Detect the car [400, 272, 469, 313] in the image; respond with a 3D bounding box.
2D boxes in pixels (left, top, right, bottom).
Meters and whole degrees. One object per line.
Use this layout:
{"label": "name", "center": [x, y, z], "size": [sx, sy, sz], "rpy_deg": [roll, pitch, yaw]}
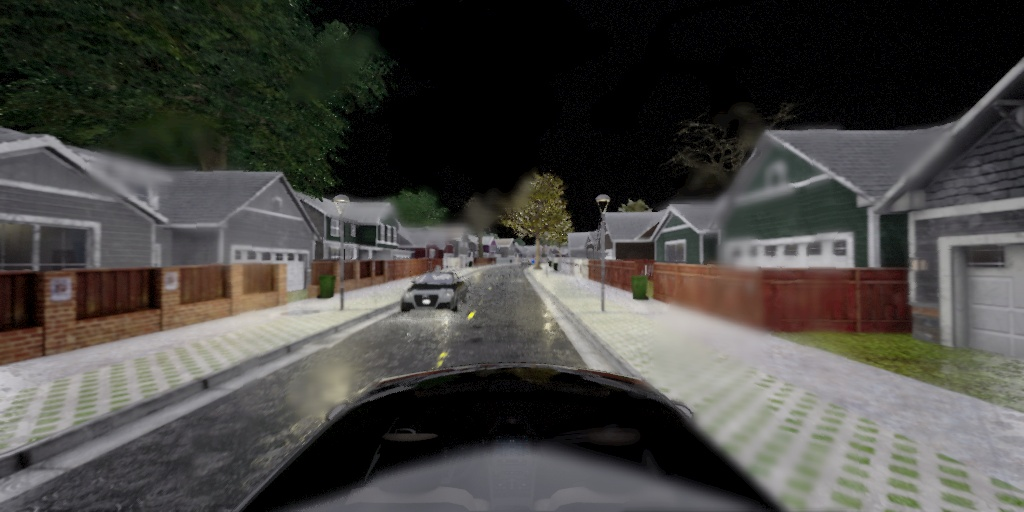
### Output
{"label": "car", "center": [-2.833, 1.317, 13.836], "size": [1.994, 1.385, 4.181], "rpy_deg": [0, 0, 0]}
